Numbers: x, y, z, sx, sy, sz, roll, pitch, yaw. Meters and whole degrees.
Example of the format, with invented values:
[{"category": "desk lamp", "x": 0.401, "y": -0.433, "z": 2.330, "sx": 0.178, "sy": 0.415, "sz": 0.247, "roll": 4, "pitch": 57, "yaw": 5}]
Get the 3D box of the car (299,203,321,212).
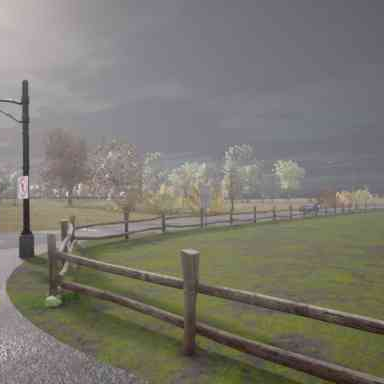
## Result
[{"category": "car", "x": 18.823, "y": 2.449, "z": 53.022, "sx": 2.033, "sy": 1.411, "sz": 5.357, "roll": -1, "pitch": -2, "yaw": 40}]
